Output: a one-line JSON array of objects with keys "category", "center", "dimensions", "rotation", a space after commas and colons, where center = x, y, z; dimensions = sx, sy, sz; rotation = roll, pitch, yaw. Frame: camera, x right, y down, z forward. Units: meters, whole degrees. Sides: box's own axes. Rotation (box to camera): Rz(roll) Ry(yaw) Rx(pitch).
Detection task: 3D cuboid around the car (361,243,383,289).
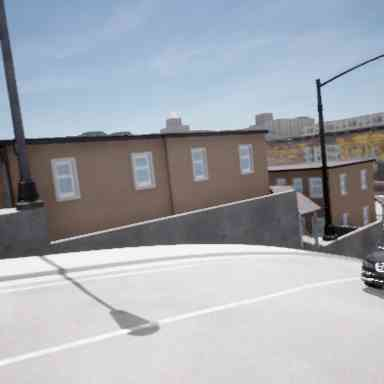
[{"category": "car", "center": [6.313, 1.841, 8.699], "dimensions": [4.892, 1.490, 1.837], "rotation": [8, -4, -37]}]
